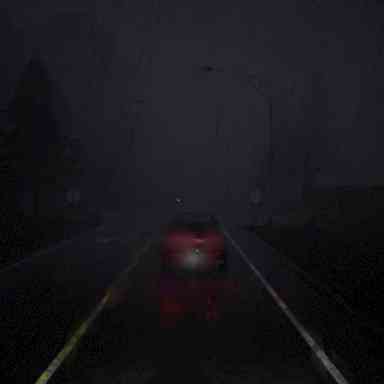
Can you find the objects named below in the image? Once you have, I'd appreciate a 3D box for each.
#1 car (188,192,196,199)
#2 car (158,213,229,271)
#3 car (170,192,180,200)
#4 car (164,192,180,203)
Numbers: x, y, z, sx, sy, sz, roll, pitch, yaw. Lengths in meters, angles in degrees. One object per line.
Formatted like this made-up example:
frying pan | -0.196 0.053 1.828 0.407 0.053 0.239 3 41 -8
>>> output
car | -0.017 0.695 71.729 2.128 1.511 4.902 0 1 0
car | 0.052 1.396 10.502 2.128 1.511 4.902 0 0 0
car | -3.517 0.838 71.240 1.882 1.535 5.008 0 1 0
car | -3.578 1.046 55.697 2.033 1.411 5.357 0 0 0
